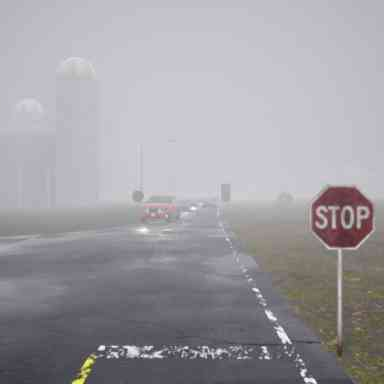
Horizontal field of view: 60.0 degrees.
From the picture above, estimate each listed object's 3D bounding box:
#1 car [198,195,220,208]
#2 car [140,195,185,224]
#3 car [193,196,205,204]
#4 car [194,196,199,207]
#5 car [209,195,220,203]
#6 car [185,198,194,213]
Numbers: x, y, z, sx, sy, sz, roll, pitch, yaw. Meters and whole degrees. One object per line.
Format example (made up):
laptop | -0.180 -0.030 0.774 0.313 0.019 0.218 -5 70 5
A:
car | 2.450 1.519 46.208 2.033 1.411 5.357 0 0 6
car | -2.279 1.218 25.312 2.150 2.045 5.566 0 0 8
car | 1.468 1.514 64.713 1.994 1.385 4.181 0 0 6
car | -0.186 1.533 49.223 1.994 1.385 4.181 0 0 6
car | 4.861 1.435 70.168 2.128 1.511 4.902 0 0 6
car | -1.269 1.548 37.305 1.994 1.385 4.181 0 0 5
